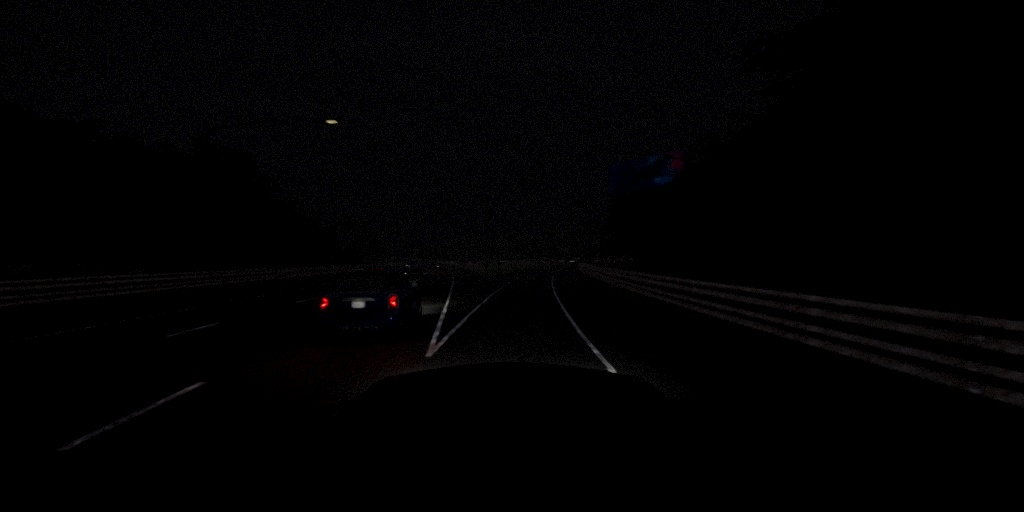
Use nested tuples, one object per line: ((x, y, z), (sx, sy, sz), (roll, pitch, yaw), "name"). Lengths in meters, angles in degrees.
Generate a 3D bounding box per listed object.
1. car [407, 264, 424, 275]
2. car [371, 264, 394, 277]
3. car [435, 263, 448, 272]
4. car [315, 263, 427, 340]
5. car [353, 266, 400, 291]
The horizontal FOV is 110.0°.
((-13.469, 1.865, 50.156), (1.994, 1.385, 4.181), (0, -1, -10), "car")
((-16.067, 1.741, 44.746), (1.882, 1.535, 5.008), (0, -1, -10), "car")
((-11.813, 1.889, 59.902), (2.128, 1.511, 4.902), (0, -1, -11), "car")
((-3.919, 1.185, 10.582), (2.097, 1.767, 4.553), (0, 0, -8), "car")
((-9.455, 1.494, 25.477), (2.128, 1.511, 4.902), (0, -1, -8), "car")
